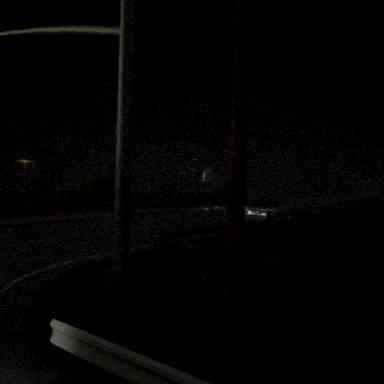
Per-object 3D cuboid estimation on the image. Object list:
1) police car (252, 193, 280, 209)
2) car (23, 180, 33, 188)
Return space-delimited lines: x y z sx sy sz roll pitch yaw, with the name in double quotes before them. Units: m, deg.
"police car" 8.287 0.932 37.182 1.930 1.638 5.238 3 2 33
"car" -38.926 -1.812 79.368 1.905 1.878 3.866 7 2 -13
